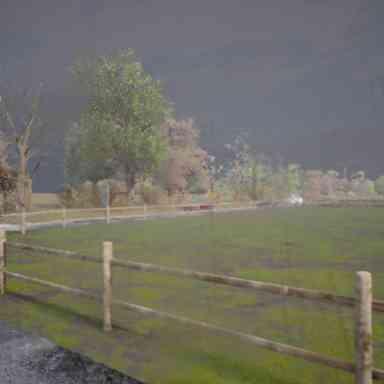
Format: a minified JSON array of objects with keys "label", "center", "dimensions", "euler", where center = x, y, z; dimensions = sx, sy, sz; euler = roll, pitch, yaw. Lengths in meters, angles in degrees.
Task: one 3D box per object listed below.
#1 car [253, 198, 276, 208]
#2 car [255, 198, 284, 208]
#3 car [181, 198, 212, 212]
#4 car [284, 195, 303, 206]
[{"label":"car","center":[12.563,1.861,57.341],"dimensions":[1.812,1.442,4.674],"euler":[-1,-1,39]},{"label":"car","center":[12.111,1.767,52.360],"dimensions":[1.837,1.490,4.892],"euler":[-1,-1,40]},{"label":"car","center":[0.612,1.648,42.902],"dimensions":[2.097,1.767,4.553],"euler":[-1,-1,39]},{"label":"car","center":[18.394,1.481,60.129],"dimensions":[2.150,2.045,5.566],"euler":[-1,-1,39]}]
